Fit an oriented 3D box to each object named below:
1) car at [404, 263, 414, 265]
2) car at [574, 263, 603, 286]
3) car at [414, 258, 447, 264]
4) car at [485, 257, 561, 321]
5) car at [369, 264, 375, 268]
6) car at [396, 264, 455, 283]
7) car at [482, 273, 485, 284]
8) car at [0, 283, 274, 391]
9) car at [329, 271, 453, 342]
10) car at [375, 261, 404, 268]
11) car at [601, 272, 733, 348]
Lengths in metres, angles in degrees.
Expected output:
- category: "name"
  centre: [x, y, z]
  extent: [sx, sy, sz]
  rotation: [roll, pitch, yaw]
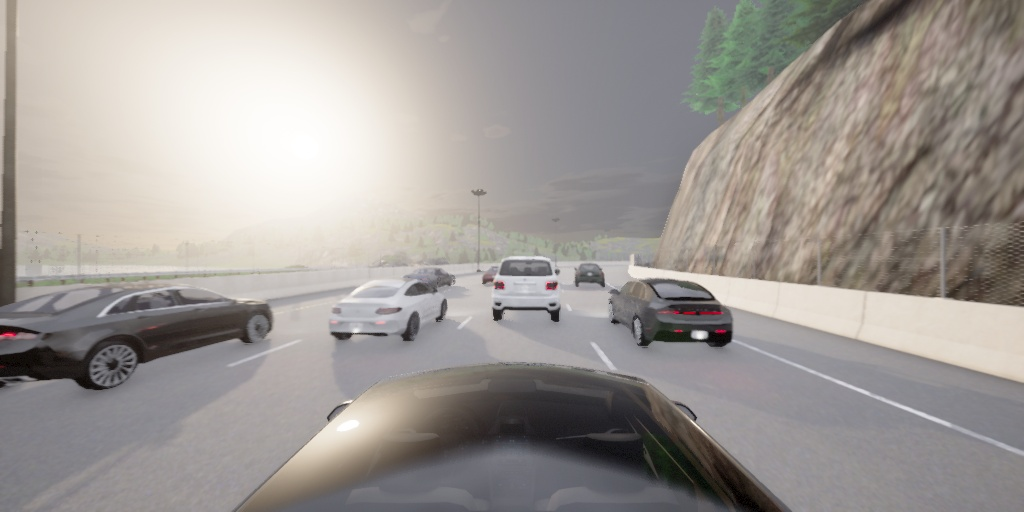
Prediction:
- category: "car"
  centre: [-13.510, 1.425, 53.320]
  extent: [2.097, 1.767, 4.553]
  rotation: [0, 0, 17]
- category: "car"
  centre: [5.835, 1.309, 27.392]
  extent: [2.097, 1.767, 4.553]
  rotation: [0, 0, 9]
- category: "car"
  centre: [-10.853, 1.280, 49.970]
  extent: [2.150, 2.045, 5.566]
  rotation: [0, 0, 16]
- category: "car"
  centre: [0.585, 1.055, 13.131]
  extent: [2.150, 2.045, 5.566]
  rotation: [0, -1, 4]
- category: "car"
  centre: [-20.155, 1.568, 55.554]
  extent: [1.837, 1.490, 4.892]
  rotation: [0, 0, 17]
- category: "car"
  centre: [-5.359, 1.437, 23.773]
  extent: [2.033, 1.411, 5.357]
  rotation: [0, 0, 8]
- category: "car"
  centre: [-1.030, 1.505, 28.755]
  extent: [1.994, 1.385, 4.181]
  rotation: [0, 0, 9]
- category: "car"
  centre: [-6.813, 1.253, 6.826]
  extent: [2.128, 1.511, 4.902]
  rotation: [0, 0, 3]
- category: "car"
  centre: [-3.137, 1.323, 9.852]
  extent: [1.812, 1.442, 4.674]
  rotation: [0, 0, 4]
- category: "car"
  centre: [-17.328, 1.546, 52.741]
  extent: [2.128, 1.511, 4.902]
  rotation: [0, 0, 16]
- category: "car"
  centre: [3.853, 1.326, 9.510]
  extent: [1.837, 1.490, 4.892]
  rotation: [0, 0, 3]
